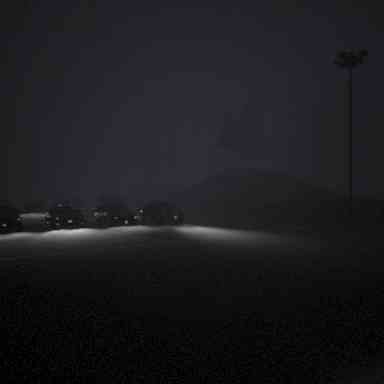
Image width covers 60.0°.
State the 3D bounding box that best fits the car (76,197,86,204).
[{"bbox_3d":[-18.119,1.600,52.475,1.882,1.535,5.008,0,0,-30],"label":"car"}]

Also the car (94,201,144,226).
[{"bbox_3d":[-5.655,1.600,24.204,2.033,1.411,5.357,0,0,-30],"label":"car"}]

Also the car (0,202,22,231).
[{"bbox_3d":[-11.591,1.575,20.488,1.812,1.442,4.674,0,0,-30],"label":"car"}]

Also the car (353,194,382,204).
[{"bbox_3d":[33.459,1.331,63.435,2.150,2.045,5.566,0,0,-16],"label":"car"}]

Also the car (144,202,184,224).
[{"bbox_3d":[-2.390,1.545,25.554,2.128,1.511,4.902,0,0,-30],"label":"car"}]

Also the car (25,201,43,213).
[{"bbox_3d":[-18.116,1.691,38.501,1.895,1.301,4.718,0,0,-30],"label":"car"}]

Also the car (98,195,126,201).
[{"bbox_3d":[-8.674,1.302,36.240,2.150,2.045,5.566,0,0,-30],"label":"car"}]

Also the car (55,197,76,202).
[{"bbox_3d":[-16.847,1.606,43.275,1.837,1.490,4.892,0,-1,-30],"label":"car"}]

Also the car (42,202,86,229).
[{"bbox_3d":[-8.435,1.614,22.026,1.994,1.385,4.181,0,0,-30],"label":"car"}]

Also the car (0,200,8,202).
[{"bbox_3d":[-20.048,1.588,34.877,1.837,1.490,4.892,0,0,-30],"label":"car"}]
